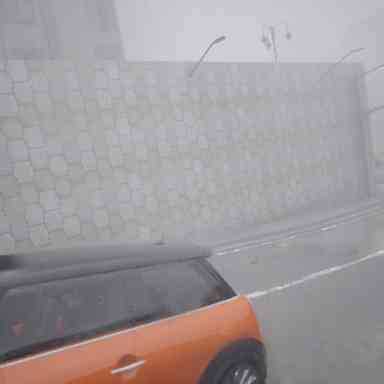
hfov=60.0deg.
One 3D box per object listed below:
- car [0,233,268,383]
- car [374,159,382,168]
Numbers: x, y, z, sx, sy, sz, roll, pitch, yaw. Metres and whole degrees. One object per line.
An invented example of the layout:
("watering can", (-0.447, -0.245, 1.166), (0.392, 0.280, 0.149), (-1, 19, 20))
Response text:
("car", (-1.479, 1.352, 2.940), (4.553, 1.767, 2.097), (0, 0, -35))
("car", (17.364, -3.076, 35.396), (1.882, 1.535, 5.008), (-15, 9, -34))
